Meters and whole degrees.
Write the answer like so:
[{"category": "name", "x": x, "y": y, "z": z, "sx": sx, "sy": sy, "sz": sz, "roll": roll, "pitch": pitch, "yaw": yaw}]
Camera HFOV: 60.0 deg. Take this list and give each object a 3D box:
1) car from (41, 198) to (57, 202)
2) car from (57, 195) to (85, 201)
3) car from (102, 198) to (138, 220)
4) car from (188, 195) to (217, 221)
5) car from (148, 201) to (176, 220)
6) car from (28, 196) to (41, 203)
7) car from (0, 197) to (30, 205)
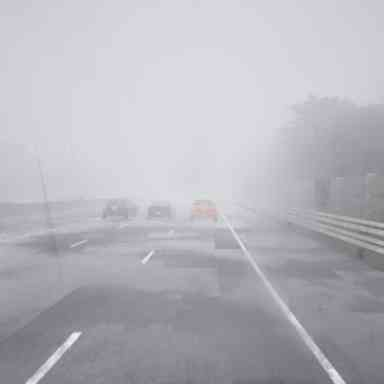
[{"category": "car", "x": -19.096, "y": 1.460, "z": 47.512, "sx": 1.895, "sy": 1.301, "sz": 4.718, "roll": 0, "pitch": 0, "yaw": 3}, {"category": "car", "x": -15.756, "y": 1.235, "z": 44.624, "sx": 2.097, "sy": 1.767, "sz": 4.553, "roll": 0, "pitch": 0, "yaw": 3}, {"category": "car", "x": -5.972, "y": 1.309, "z": 28.144, "sx": 2.097, "sy": 1.767, "sz": 4.553, "roll": 0, "pitch": 0, "yaw": 3}, {"category": "car", "x": 1.019, "y": 1.357, "z": 27.810, "sx": 2.097, "sy": 1.767, "sz": 4.553, "roll": 0, "pitch": 0, "yaw": 3}, {"category": "car", "x": -2.476, "y": 1.459, "z": 28.030, "sx": 1.882, "sy": 1.535, "sz": 5.008, "roll": 0, "pitch": 0, "yaw": 3}, {"category": "car", "x": -22.624, "y": 1.361, "z": 47.023, "sx": 1.812, "sy": 1.442, "sz": 4.674, "roll": 0, "pitch": 0, "yaw": 3}, {"category": "car", "x": -16.550, "y": 1.434, "z": 28.475, "sx": 2.033, "sy": 1.411, "sz": 5.357, "roll": 0, "pitch": 0, "yaw": 3}]
